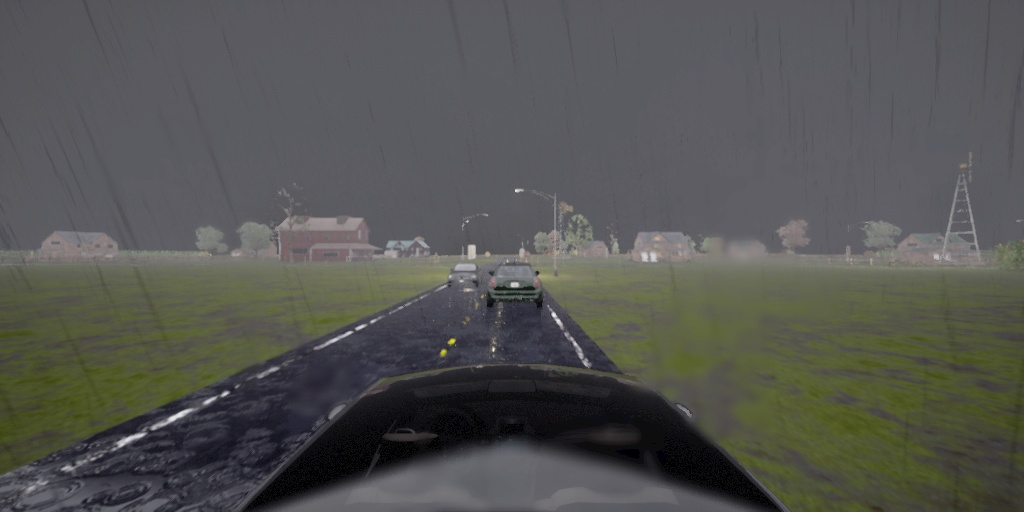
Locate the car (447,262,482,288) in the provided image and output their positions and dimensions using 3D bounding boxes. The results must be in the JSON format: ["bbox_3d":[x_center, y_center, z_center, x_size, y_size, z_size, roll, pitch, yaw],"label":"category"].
[{"bbox_3d":[-2.847,1.137,22.575,1.812,1.442,4.674,0,0,0],"label":"car"}]

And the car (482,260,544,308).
[{"bbox_3d":[0.100,1.016,14.808,2.097,1.767,4.553,0,0,0],"label":"car"}]
